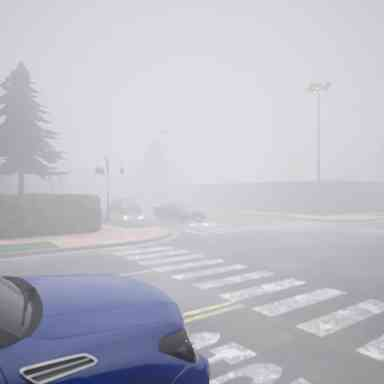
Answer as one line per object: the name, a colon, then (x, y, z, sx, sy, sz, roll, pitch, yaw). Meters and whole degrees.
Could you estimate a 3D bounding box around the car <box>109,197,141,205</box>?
car: (-6.888, 1.330, 34.148, 2.097, 1.767, 4.553, 0, 0, -35)

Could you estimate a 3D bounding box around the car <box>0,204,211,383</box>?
car: (-2.497, 1.222, 1.989, 5.566, 2.045, 2.150, 0, 0, -35)

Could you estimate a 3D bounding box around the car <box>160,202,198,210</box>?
car: (-1.105, 1.526, 26.030, 2.033, 1.411, 5.357, 0, 0, -36)
